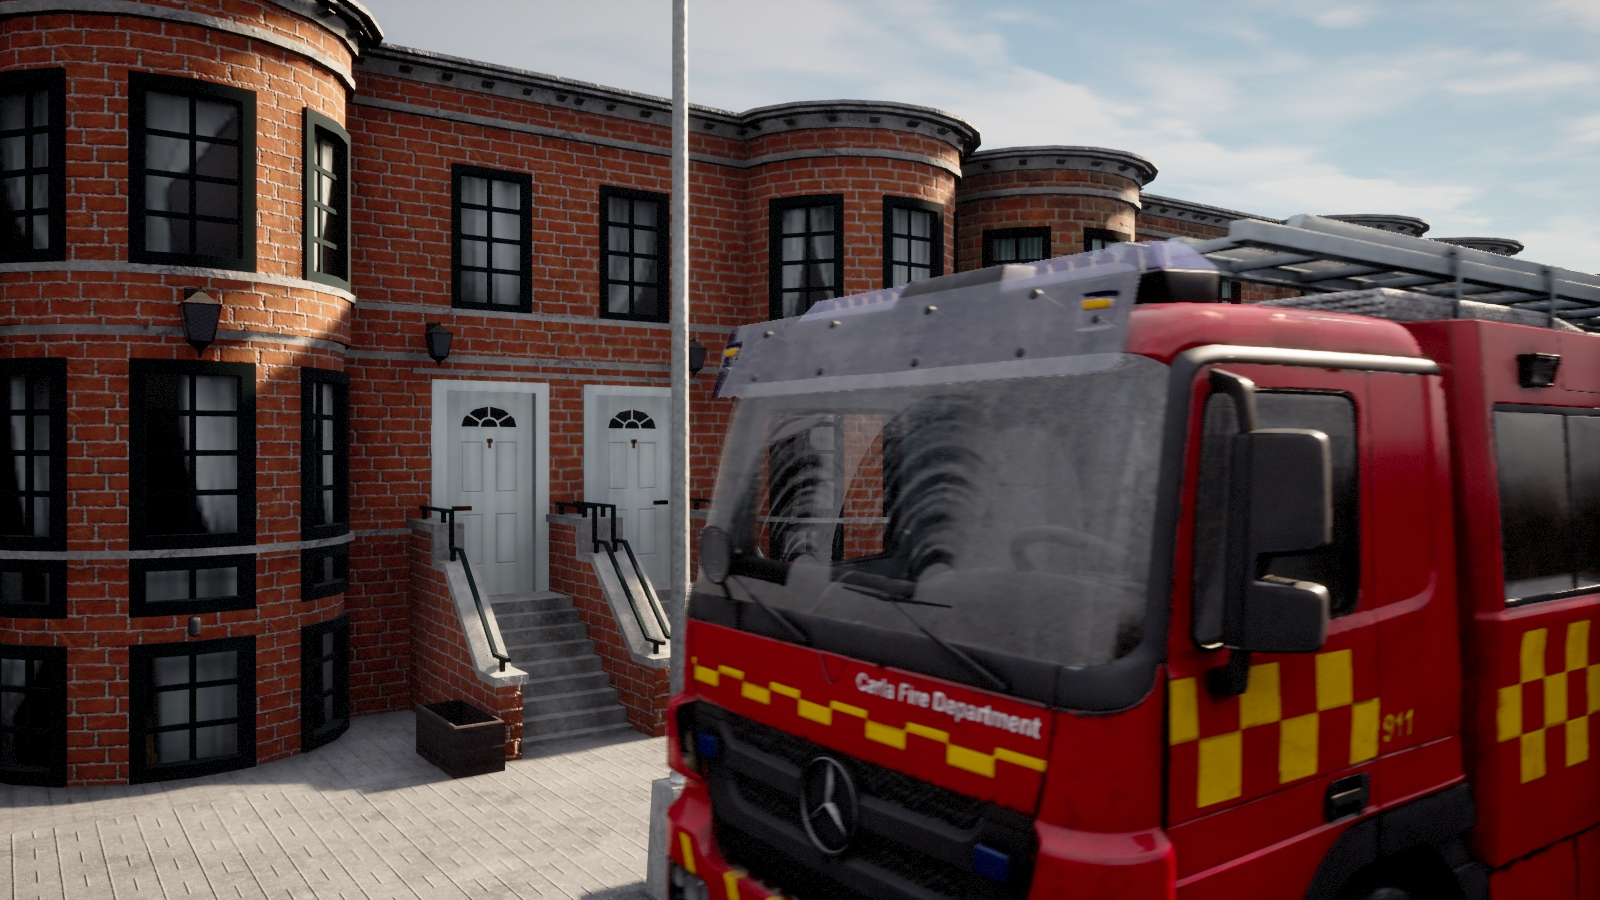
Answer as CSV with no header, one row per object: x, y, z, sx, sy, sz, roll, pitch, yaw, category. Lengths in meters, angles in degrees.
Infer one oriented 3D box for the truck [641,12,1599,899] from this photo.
3.515,0.668,6.864,8.468,3.827,2.891,0,0,-35,truck
